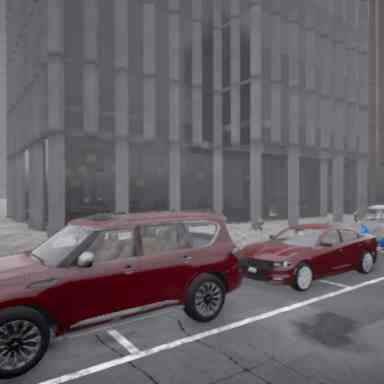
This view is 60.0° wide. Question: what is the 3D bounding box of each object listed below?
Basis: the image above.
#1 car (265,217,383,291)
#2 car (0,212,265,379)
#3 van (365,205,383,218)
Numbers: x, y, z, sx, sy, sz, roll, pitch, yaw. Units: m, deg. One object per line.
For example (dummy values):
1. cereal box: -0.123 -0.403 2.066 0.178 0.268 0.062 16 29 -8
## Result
1. car: 3.229 1.543 8.959 4.507 1.381 1.887 0 0 -36
2. car: -1.360 1.315 5.684 5.009 1.841 2.192 0 0 -36
3. van: 7.816 1.338 12.235 3.998 1.788 1.690 0 0 -36
